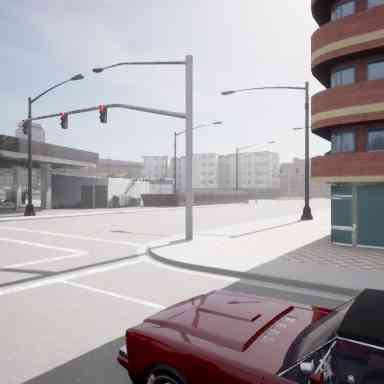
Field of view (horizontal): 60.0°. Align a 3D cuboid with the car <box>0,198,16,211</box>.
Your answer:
[{"bbox_3d":[-22.300,1.456,38.828,3.806,1.475,1.970,0,0,36],"label":"car"}]

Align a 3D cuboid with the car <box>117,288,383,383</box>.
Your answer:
[{"bbox_3d":[1.551,1.601,2.867,4.718,1.301,1.895,0,0,36],"label":"car"}]
